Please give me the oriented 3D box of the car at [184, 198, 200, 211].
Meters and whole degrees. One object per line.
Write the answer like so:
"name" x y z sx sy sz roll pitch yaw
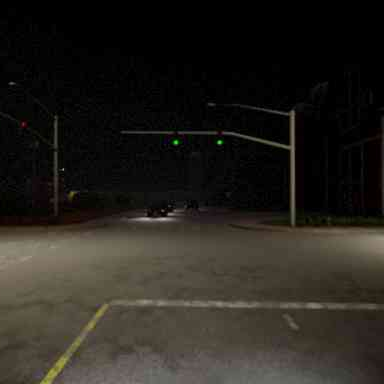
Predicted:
"car" 0.005 1.950 47.698 1.837 1.490 4.892 0 -1 0

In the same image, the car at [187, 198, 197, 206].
"car" 0.007 2.103 70.924 2.033 1.411 5.357 0 -1 0

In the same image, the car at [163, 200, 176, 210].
"car" -3.560 2.001 53.154 1.837 1.490 4.892 0 0 0

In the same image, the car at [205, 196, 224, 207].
"car" 4.169 1.736 63.470 1.905 1.878 3.866 -7 3 -42

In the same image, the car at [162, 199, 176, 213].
"car" -3.584 1.764 44.012 2.097 1.767 4.553 0 -1 0

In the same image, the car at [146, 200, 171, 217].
"car" -3.593 1.851 35.107 1.812 1.442 4.674 0 -1 0

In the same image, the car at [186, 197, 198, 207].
"car" -0.001 1.879 61.703 2.097 1.767 4.553 0 -1 0
